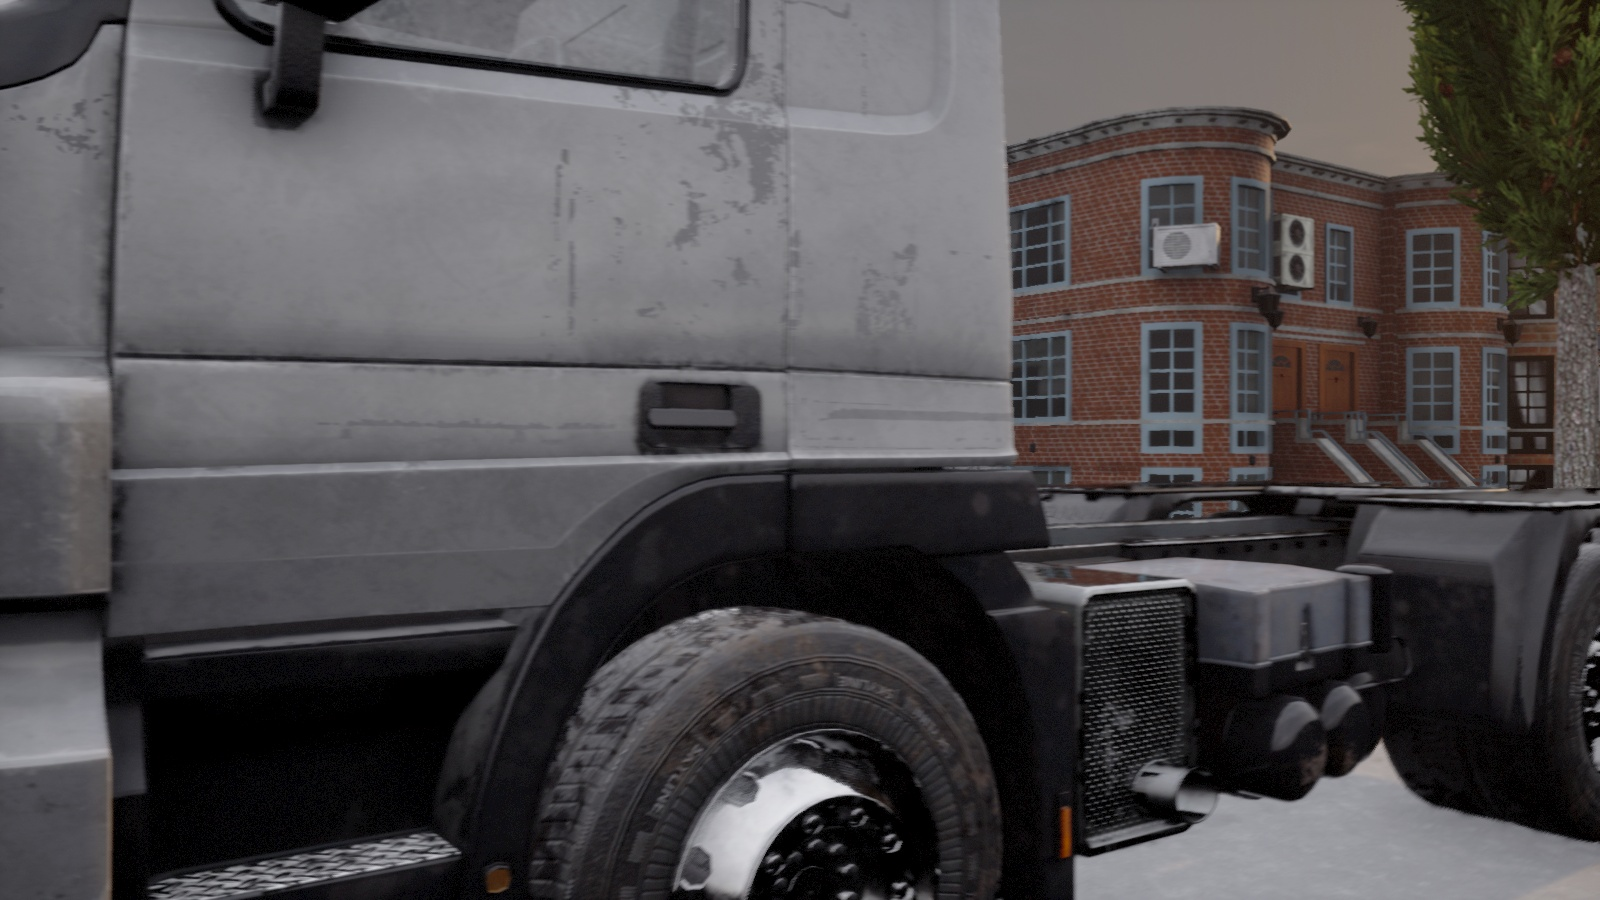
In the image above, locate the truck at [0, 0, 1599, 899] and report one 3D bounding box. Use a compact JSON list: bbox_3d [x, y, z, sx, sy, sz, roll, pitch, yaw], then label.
[{"bbox_3d":[1.086,-0.227,5.028,7.936,3.462,2.891,0,0,-35],"label":"truck"}]
